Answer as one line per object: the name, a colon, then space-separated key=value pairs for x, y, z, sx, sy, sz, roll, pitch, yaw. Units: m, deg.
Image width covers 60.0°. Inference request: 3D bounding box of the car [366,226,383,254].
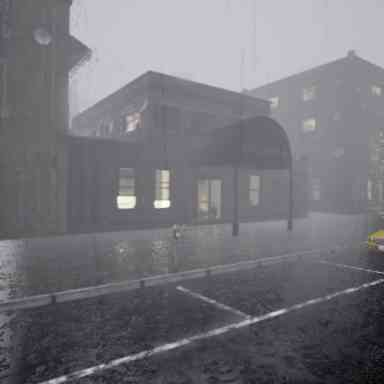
car: x=8.458 y=1.590 z=12.667 sx=4.829 sy=1.417 sz=1.752 roll=0 pitch=0 yaw=-35
